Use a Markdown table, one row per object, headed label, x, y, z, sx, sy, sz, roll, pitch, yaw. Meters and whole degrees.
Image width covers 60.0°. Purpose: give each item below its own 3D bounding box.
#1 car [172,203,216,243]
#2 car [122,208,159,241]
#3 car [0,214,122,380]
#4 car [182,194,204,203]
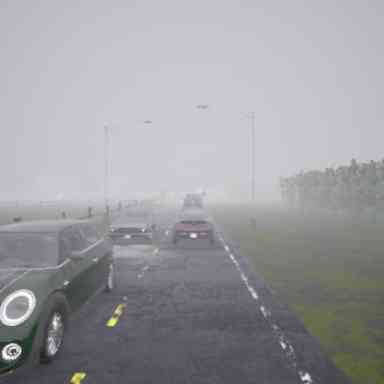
| label | x | y | z | sx | sy | sz | roll | pitch | yaw |
| --- | --- | --- | --- | --- | --- | --- | --- | --- | --- |
| car | 0.080 | 1.497 | 15.967 | 1.837 | 1.490 | 4.892 | 0 | 1 | 0 |
| car | -2.776 | 1.537 | 16.997 | 2.033 | 1.411 | 5.357 | 0 | 0 | 0 |
| car | -2.827 | 1.348 | 5.791 | 2.097 | 1.767 | 4.553 | 0 | 0 | 0 |
| car | 0.111 | 1.197 | 36.987 | 2.150 | 2.045 | 5.566 | 0 | 0 | 0 |
